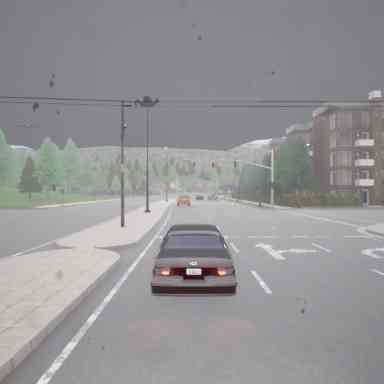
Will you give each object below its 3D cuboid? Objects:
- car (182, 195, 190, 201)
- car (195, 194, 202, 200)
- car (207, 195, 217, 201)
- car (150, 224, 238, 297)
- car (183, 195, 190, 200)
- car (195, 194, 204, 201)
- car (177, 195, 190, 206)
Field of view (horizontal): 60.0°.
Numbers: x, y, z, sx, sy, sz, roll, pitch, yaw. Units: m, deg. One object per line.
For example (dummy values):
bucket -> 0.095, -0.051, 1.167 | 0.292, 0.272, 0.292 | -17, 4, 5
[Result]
car -> -1.532, 1.519, 85.338 | 1.812, 1.442, 4.674 | 0, 0, 0
car -> 1.943, 1.467, 95.625 | 1.837, 1.490, 4.892 | 0, 0, 0
car -> 5.467, 1.535, 85.385 | 2.033, 1.411, 5.357 | 0, 0, 0
car -> 0.041, 1.547, 8.768 | 2.033, 1.411, 5.357 | 0, 0, 0
car -> -1.557, 1.566, 95.653 | 1.895, 1.301, 4.718 | 0, 0, 0
car -> 1.967, 1.473, 85.377 | 1.882, 1.535, 5.008 | 0, 0, 0
car -> -1.364, 1.349, 54.513 | 2.097, 1.767, 4.553 | 0, 0, -1
